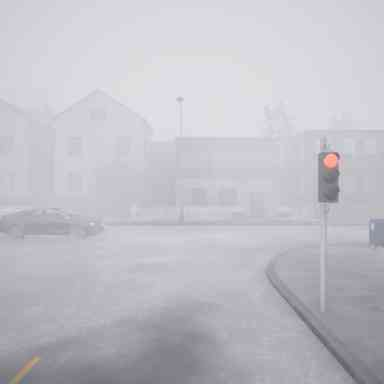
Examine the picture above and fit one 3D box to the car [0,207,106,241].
[{"bbox_3d":[-6.727,1.492,16.256,4.902,1.511,2.128,0,0,0],"label":"car"}]
